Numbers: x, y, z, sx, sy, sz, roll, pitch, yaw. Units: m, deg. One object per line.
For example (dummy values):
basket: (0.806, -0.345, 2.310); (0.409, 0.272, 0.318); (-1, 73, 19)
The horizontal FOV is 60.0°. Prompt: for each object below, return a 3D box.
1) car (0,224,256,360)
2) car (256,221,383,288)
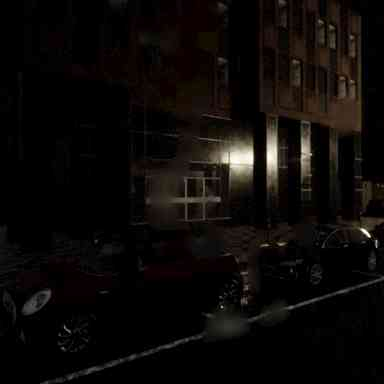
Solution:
car: (-1.080, 1.440, 5.877); (4.097, 1.590, 1.967); (0, 0, -35)
car: (3.487, 1.551, 9.121); (4.403, 1.369, 2.008); (0, 0, -35)
